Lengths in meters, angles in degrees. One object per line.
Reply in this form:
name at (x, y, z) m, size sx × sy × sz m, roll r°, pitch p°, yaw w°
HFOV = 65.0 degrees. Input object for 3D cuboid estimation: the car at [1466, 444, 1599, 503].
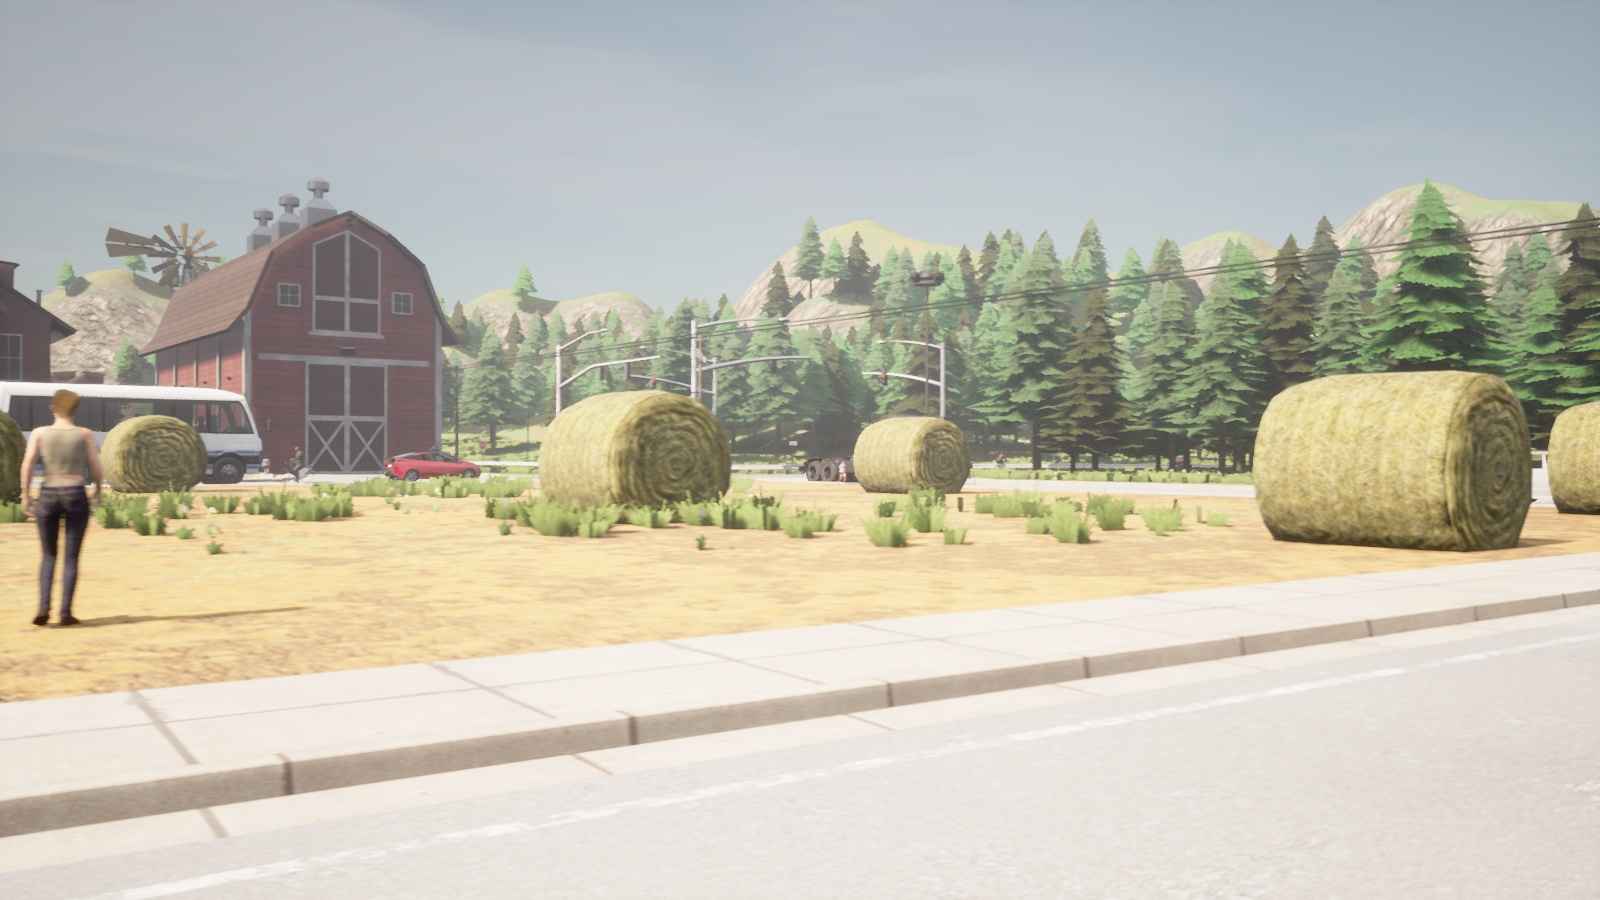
car at (22.590, 0.664, 37.128) m, size 2.242 × 1.667 × 4.611 m, roll 0°, pitch 0°, yaw -37°

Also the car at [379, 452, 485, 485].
car at (-17.749, 0.882, 60.677) m, size 4.514 × 1.525 × 2.007 m, roll 0°, pitch 0°, yaw -39°

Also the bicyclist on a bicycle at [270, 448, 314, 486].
bicyclist on a bicycle at (-24.259, 0.822, 59.951) m, size 1.843 × 1.776 × 0.659 m, roll 0°, pitch 0°, yaw -39°

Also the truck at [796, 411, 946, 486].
truck at (3.372, -0.057, 62.145) m, size 2.891 × 3.462 × 7.936 m, roll 0°, pitch 0°, yaw -38°

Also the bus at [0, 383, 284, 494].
bus at (-27.629, -0.436, 52.779) m, size 10.273 × 4.253 × 3.944 m, roll 0°, pitch 0°, yaw -39°

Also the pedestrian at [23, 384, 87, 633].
pedestrian at (-5.701, 0.434, 9.625) m, size 0.345 × 1.836 × 0.594 m, roll 0°, pitch 0°, yaw -23°

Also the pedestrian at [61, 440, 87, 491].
pedestrian at (-26.572, 0.567, 45.955) m, size 0.370 × 1.835 × 0.726 m, roll 0°, pitch 0°, yaw 25°
